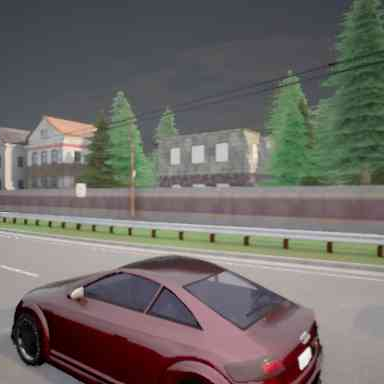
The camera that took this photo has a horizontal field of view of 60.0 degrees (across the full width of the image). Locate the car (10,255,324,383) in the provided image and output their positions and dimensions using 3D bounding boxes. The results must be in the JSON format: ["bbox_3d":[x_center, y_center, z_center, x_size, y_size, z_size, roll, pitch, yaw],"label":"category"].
[{"bbox_3d":[-0.537,1.570,4.376,4.181,1.385,1.994,0,0,36],"label":"car"}]
